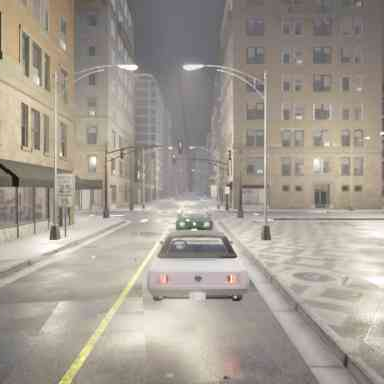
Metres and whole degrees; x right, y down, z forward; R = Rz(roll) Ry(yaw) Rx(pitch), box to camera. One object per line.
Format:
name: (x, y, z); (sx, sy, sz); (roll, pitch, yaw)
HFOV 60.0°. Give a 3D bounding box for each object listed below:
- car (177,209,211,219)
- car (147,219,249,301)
car: (0.121, 1.599, 18.497); (1.895, 1.301, 4.718); (0, 0, 0)
car: (0.110, 1.600, 8.262); (1.895, 1.301, 4.718); (0, 0, 0)
